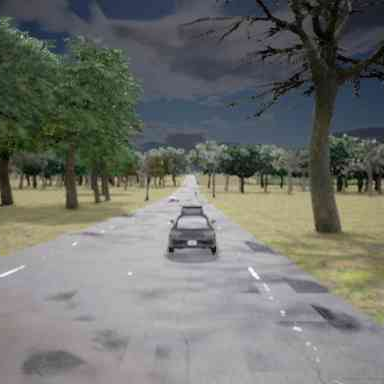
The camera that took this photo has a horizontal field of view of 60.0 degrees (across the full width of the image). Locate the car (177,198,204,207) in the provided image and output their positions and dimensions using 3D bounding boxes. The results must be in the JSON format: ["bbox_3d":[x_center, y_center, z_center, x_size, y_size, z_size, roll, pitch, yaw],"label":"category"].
[{"bbox_3d":[0.036,1.538,28.474,2.128,1.511,4.902,0,0,1],"label":"car"}]

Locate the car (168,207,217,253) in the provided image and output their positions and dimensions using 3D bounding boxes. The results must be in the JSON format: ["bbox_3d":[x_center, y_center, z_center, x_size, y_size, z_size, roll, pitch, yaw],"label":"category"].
[{"bbox_3d":[0.033,1.602,13.883,1.812,1.442,4.674,0,0,1],"label":"car"}]

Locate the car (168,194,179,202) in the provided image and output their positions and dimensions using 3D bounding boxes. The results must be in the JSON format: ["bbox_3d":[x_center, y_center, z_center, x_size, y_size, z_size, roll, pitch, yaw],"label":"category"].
[{"bbox_3d":[-3.489,1.162,64.460,1.812,1.442,4.674,0,1,1],"label":"car"}]

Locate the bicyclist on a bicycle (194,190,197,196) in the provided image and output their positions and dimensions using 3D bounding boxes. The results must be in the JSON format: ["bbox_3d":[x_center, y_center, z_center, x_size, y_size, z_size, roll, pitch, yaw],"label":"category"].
[{"bbox_3d":[1.007,0.593,87.035,0.582,1.620,1.656,0,1,0],"label":"bicyclist on a bicycle"}]
